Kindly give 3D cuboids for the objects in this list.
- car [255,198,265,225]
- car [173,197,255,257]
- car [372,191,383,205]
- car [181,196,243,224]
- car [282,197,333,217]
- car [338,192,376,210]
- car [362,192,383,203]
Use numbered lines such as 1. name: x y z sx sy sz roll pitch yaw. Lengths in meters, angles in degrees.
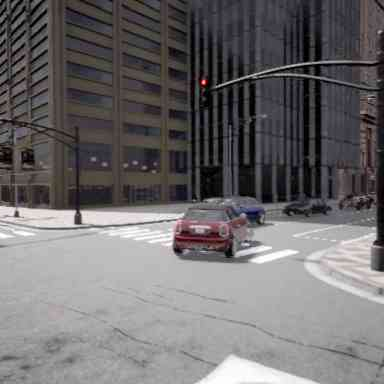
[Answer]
1. car: 2.386 1.114 19.718 2.097 1.767 4.553 1 1 45
2. car: 0.944 1.248 12.873 2.097 1.767 4.553 0 1 19
3. car: 23.741 0.721 40.355 5.008 1.535 1.882 -1 1 -44
4. car: 1.448 1.155 22.577 4.097 1.590 1.967 -1 2 -44
5. car: 9.271 1.139 26.430 5.357 1.411 2.033 -1 1 -44
6. car: 16.335 0.944 33.257 4.674 1.442 1.812 -1 1 -44
7. car: 24.922 0.697 45.256 4.507 1.381 1.887 -1 1 -44
